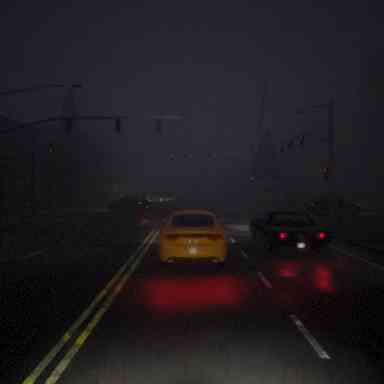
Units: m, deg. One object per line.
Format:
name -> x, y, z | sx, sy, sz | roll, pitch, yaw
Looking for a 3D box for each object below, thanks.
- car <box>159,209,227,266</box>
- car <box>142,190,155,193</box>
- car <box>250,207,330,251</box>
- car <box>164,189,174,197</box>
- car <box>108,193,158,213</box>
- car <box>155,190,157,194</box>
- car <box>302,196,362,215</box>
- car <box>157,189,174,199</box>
car -> 0.026, 1.307, 10.927 | 1.882, 1.535, 5.008 | 0, 1, 0
car -> -8.542, 0.534, 62.631 | 1.837, 1.490, 4.892 | 0, 1, -1
car -> 3.511, 1.398, 12.964 | 1.895, 1.301, 4.718 | 0, 1, 0
car -> -5.461, 0.122, 79.154 | 2.097, 1.767, 4.553 | 0, 1, -2
car -> -5.686, 1.054, 30.386 | 4.674, 1.442, 1.812 | 1, 0, 39
car -> -8.959, 0.308, 79.027 | 2.033, 1.411, 5.357 | 0, 1, -2
car -> 11.467, 1.101, 27.379 | 4.674, 1.442, 1.812 | 0, 0, -5
car -> -5.044, 0.592, 62.733 | 1.994, 1.385, 4.181 | 0, 1, -1
